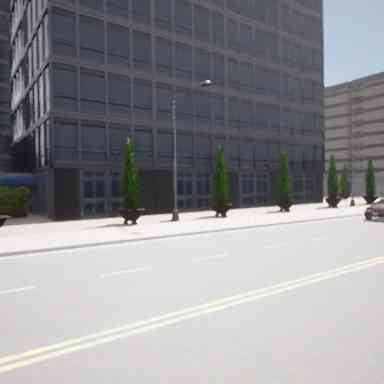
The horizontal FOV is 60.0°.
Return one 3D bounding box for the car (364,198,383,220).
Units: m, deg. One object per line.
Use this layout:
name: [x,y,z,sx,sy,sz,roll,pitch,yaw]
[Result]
car: [13.064,1.045,21.543,4.674,1.442,1.812,-1,1,-35]
